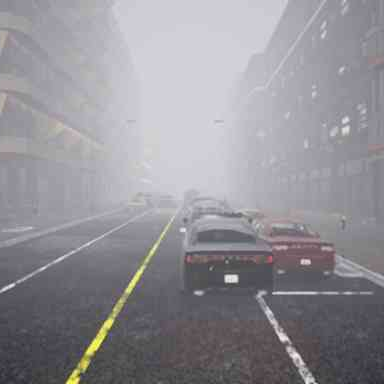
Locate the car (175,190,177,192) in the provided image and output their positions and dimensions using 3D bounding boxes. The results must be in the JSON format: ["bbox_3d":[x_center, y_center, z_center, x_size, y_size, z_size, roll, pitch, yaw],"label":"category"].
[{"bbox_3d":[-5.411,0.652,81.693,1.947,1.339,4.313,1,1,0],"label":"car"}]

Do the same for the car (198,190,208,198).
[{"bbox_3d":[2.449,0.453,76.110,2.192,1.841,5.009,1,1,0],"label":"car"}]

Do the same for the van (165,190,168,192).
[{"bbox_3d":[-5.366,0.698,54.038,1.690,1.788,3.998,1,1,0],"label":"van"}]

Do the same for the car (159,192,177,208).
[{"bbox_3d":[-2.900,1.029,38.716,1.837,1.490,4.892,0,1,0],"label":"car"}]

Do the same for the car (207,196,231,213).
[{"bbox_3d":[2.542,1.149,31.868,1.887,1.381,4.507,1,1,0],"label":"car"}]

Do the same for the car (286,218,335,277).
[{"bbox_3d":[2.574,1.417,9.747,1.887,1.381,4.507,1,1,0],"label":"car"}]

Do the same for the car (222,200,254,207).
[{"bbox_3d":[2.566,1.325,15.449,1.752,1.417,4.829,1,1,0],"label":"car"}]

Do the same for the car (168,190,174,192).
[{"bbox_3d":[-5.381,0.560,65.098,2.192,1.841,5.009,1,1,0],"label":"car"}]

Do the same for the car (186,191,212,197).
[{"bbox_3d":[0.792,1.043,24.383,2.097,1.767,4.553,0,1,0],"label":"car"}]

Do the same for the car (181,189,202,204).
[{"bbox_3d":[-0.054,0.670,45.486,2.150,2.045,5.566,0,1,0],"label":"car"}]

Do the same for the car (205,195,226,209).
[{"bbox_3d":[2.533,1.091,37.400,2.008,1.369,4.403,1,1,0],"label":"car"}]

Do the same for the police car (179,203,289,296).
[{"bbox_3d":[0.705,1.312,8.520,1.930,1.638,5.238,0,1,0],"label":"police car"}]

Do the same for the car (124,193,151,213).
[{"bbox_3d":[-5.338,1.130,31.750,1.752,1.417,4.829,2,1,0],"label":"car"}]

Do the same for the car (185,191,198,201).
[{"bbox_3d":[-0.082,0.649,59.923,2.097,1.767,4.553,0,1,0],"label":"car"}]

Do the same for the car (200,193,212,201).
[{"bbox_3d":[2.502,0.846,59.520,1.887,1.381,4.507,1,1,0],"label":"car"}]

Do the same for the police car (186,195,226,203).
[{"bbox_3d":[0.802,1.187,18.522,1.930,1.638,5.238,0,1,0],"label":"police car"}]

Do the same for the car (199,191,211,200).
[{"bbox_3d":[2.504,0.686,65.051,1.967,1.590,4.097,1,1,0],"label":"car"}]

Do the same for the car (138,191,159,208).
[{"bbox_3d":[-5.340,0.854,37.448,2.192,1.841,5.009,2,1,0],"label":"car"}]

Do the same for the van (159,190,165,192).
[{"bbox_3d":[-5.357,0.756,48.507,1.690,1.788,3.998,2,1,0],"label":"van"}]
